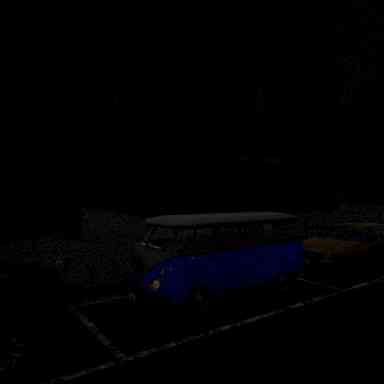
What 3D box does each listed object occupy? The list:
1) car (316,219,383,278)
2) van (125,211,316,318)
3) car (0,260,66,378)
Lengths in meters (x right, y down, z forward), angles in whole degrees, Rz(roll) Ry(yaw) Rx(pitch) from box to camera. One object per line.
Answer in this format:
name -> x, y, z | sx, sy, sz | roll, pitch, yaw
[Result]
car -> 4.933, 1.526, 10.177 | 4.829, 1.417, 1.752 | 0, 0, -36
van -> 0.646, 1.341, 7.116 | 3.998, 1.788, 1.690 | 0, 0, -36
car -> -3.779, 1.566, 3.956 | 4.313, 1.339, 1.947 | 0, 0, -36
